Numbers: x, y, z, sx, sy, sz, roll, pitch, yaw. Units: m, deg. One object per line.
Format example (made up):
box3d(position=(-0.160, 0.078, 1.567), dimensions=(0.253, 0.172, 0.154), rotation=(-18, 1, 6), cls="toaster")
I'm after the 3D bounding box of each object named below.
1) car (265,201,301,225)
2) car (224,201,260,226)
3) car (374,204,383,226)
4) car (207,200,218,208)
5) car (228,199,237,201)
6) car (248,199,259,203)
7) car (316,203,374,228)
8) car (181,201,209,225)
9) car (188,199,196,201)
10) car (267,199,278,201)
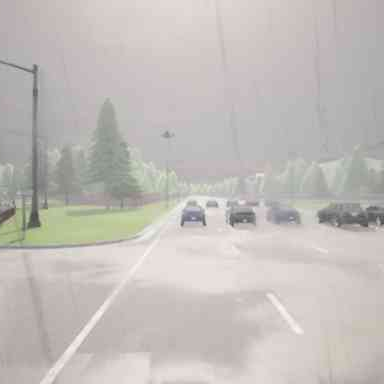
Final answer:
box3d(position=(7.107, 1.732, 26.033), dimensions=(1.812, 1.442, 4.674), rotation=(0, 0, 0), cls="car")
box3d(position=(3.605, 1.705, 24.977), dimensions=(1.837, 1.490, 4.892), rotation=(0, 0, 0), cls="car")
box3d(position=(14.105, 1.704, 24.969), dimensions=(1.837, 1.490, 4.892), rotation=(0, 0, 0), cls="car")
box3d(position=(3.511, 2.024, 57.946), dimensions=(1.994, 1.385, 4.181), rotation=(0, 0, 0), cls="car")
box3d(position=(7.011, 1.951, 57.946), dimensions=(2.128, 1.511, 4.902), rotation=(0, 0, 0), cls="car")
box3d(position=(10.511, 1.964, 57.945), dimensions=(1.837, 1.490, 4.892), rotation=(0, 0, 0), cls="car")
box3d(position=(10.604, 1.540, 23.832), dimensions=(2.097, 1.767, 4.553), rotation=(0, -1, 0), cls="car")
box3d(position=(0.107, 1.733, 26.064), dimensions=(1.812, 1.442, 4.674), rotation=(0, 0, 0), cls="car")
box3d(position=(0.011, 1.952, 57.947), dimensions=(2.128, 1.511, 4.902), rotation=(0, 0, 0), cls="car")
box3d(position=(14.011, 1.937, 57.945), dimensions=(1.882, 1.535, 5.008), rotation=(0, 0, 0), cls="car")
